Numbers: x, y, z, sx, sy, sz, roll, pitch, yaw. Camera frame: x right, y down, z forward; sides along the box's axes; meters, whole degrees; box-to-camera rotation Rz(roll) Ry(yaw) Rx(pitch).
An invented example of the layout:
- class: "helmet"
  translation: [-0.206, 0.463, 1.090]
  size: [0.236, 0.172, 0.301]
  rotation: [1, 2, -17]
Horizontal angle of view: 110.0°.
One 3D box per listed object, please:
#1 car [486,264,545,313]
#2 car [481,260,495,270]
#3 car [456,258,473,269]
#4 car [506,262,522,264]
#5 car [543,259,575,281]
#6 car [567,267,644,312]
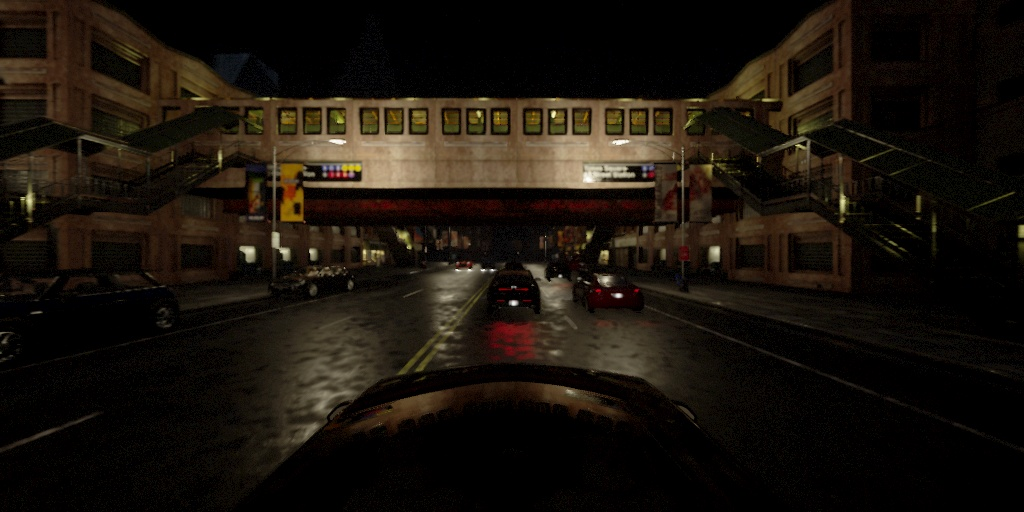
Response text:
- class: "car"
  translation: [0.072, 1.237, 13.803]
  size: [1.837, 1.490, 4.892]
  rotation: [0, 0, 0]
- class: "car"
  translation: [-3.436, 1.224, 52.612]
  size: [2.033, 1.411, 5.357]
  rotation: [0, 0, 0]
- class: "car"
  translation: [-6.936, 1.028, 52.827]
  size: [2.097, 1.767, 4.553]
  rotation: [0, 0, 0]
- class: "car"
  translation: [0.152, 1.217, 29.222]
  size: [1.837, 1.490, 4.892]
  rotation: [0, 1, 1]
- class: "car"
  translation: [3.652, 1.217, 29.205]
  size: [1.837, 1.490, 4.892]
  rotation: [0, 1, 1]
- class: "car"
  translation: [3.574, 1.296, 14.005]
  size: [1.994, 1.385, 4.181]
  rotation: [0, 0, 0]
